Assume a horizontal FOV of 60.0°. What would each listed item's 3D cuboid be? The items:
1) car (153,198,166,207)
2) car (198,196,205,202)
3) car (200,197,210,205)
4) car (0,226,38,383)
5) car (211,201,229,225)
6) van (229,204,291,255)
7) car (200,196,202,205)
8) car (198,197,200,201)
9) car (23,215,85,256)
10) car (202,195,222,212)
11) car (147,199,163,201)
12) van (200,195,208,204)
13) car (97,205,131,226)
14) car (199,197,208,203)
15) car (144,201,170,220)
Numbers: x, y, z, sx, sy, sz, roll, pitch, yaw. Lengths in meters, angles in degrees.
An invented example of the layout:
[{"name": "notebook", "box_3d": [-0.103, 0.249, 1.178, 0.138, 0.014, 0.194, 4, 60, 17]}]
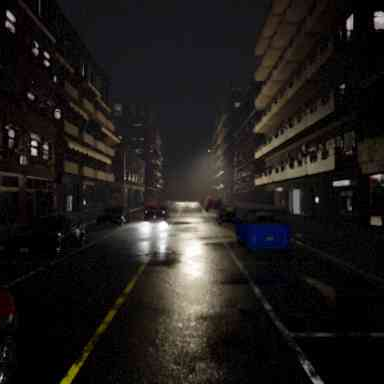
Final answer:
[{"name": "car", "box_3d": [-5.676, 1.831, 58.026, 1.802, 1.307, 4.206, 1, 0, 0]}, {"name": "car", "box_3d": [2.707, 1.922, 91.583, 1.752, 1.417, 4.829, 1, 0, 0]}, {"name": "car", "box_3d": [2.705, 1.843, 69.129, 1.887, 1.381, 4.507, 1, 0, 0]}, {"name": "car", "box_3d": [-3.092, 1.360, 2.067, 2.097, 1.767, 4.553, 0, 0, 0]}, {"name": "car", "box_3d": [2.703, 1.650, 24.560, 1.887, 1.381, 4.507, 1, 0, 0]}, {"name": "van", "box_3d": [2.705, 1.399, 13.420, 1.690, 1.788, 3.998, 1, 0, 0]}, {"name": "car", "box_3d": [2.707, 1.516, 46.844, 2.192, 1.841, 5.009, 1, 0, 0]}, {"name": "car", "box_3d": [2.709, 1.589, 63.558, 2.192, 1.841, 5.009, 1, 0, 0]}, {"name": "car", "box_3d": [-5.678, 1.623, 13.458, 1.947, 1.339, 4.313, 1, 0, 0]}, {"name": "car", "box_3d": [2.707, 1.492, 41.274, 2.192, 1.841, 5.009, 1, 0, 0]}, {"name": "car", "box_3d": [-5.676, 1.745, 46.885, 1.887, 1.381, 4.507, 1, 0, 0]}, {"name": "van", "box_3d": [2.709, 1.663, 74.700, 1.690, 1.788, 3.998, 1, 0, 0]}, {"name": "car", "box_3d": [-5.678, 1.671, 24.600, 1.947, 1.339, 4.313, 1, 0, 0]}, {"name": "car", "box_3d": [2.706, 1.897, 80.270, 2.008, 1.369, 4.403, 1, 0, 0]}, {"name": "car", "box_3d": [-3.015, 1.726, 29.321, 1.895, 1.301, 4.718, 0, 0, 0]}]
